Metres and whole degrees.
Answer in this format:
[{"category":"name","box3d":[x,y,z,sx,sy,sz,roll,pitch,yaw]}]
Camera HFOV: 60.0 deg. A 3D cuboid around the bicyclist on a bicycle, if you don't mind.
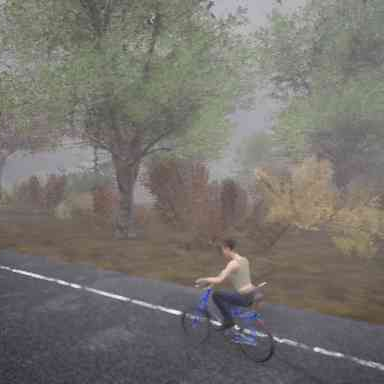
[{"category":"bicyclist on a bicycle","box3d":[0.451,1.441,4.660,1.509,1.612,0.866,0,0,36]}]
